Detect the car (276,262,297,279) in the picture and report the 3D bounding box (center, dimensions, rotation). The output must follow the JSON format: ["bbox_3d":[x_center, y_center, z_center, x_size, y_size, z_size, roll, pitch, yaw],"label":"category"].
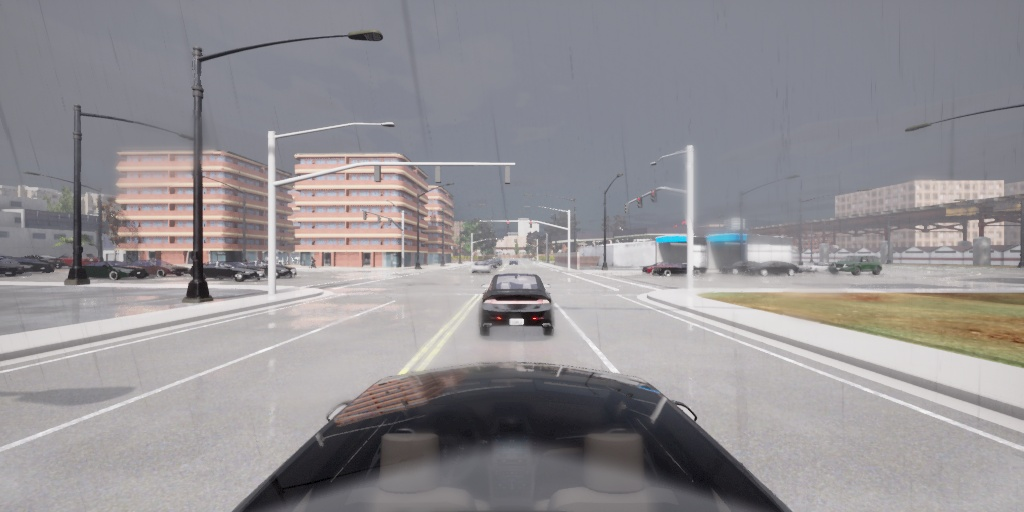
[{"bbox_3d":[-20.660,1.109,29.999,4.902,1.511,2.128,1,0,1],"label":"car"}]

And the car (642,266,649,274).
[{"bbox_3d":[16.475,1.314,39.179,4.181,1.385,1.994,0,0,1],"label":"car"}]

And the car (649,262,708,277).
[{"bbox_3d":[16.635,1.351,35.651,4.718,1.301,1.895,0,0,0],"label":"car"}]

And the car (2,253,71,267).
[{"bbox_3d":[-50.377,0.628,37.894,4.892,1.490,1.837,1,0,2],"label":"car"}]

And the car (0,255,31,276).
[{"bbox_3d":[-40.430,0.851,27.002,5.357,1.411,2.033,1,0,1],"label":"car"}]

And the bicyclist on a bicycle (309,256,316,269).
[{"bbox_3d":[-25.927,0.844,46.628,0.582,1.620,1.656,1,0,1],"label":"bicyclist on a bicycle"}]

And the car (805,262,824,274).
[{"bbox_3d":[34.885,1.351,41.028,4.718,1.301,1.895,0,0,-19],"label":"car"}]

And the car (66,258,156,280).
[{"bbox_3d":[-29.789,1.054,26.731,4.181,1.385,1.994,1,0,1],"label":"car"}]

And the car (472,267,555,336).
[{"bbox_3d":[0.121,1.242,10.343,2.128,1.511,4.902,0,0,0],"label":"car"}]

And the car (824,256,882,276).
[{"bbox_3d":[36.329,0.971,37.857,5.566,2.045,2.150,0,0,-19],"label":"car"}]

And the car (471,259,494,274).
[{"bbox_3d":[-3.407,1.320,39.898,1.895,1.301,4.718,0,0,0],"label":"car"}]

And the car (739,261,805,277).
[{"bbox_3d":[25.914,1.255,35.803,4.892,1.490,1.837,0,0,-5],"label":"car"}]

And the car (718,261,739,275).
[{"bbox_3d":[25.220,1.255,39.256,4.892,1.490,1.837,0,0,-5],"label":"car"}]

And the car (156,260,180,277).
[{"bbox_3d":[-30.403,1.025,30.250,5.357,1.411,2.033,1,0,1],"label":"car"}]

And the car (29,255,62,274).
[{"bbox_3d":[-41.890,0.840,30.540,4.181,1.385,1.994,1,0,1],"label":"car"}]

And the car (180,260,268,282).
[{"bbox_3d":[-20.949,1.109,26.508,4.902,1.511,2.128,1,0,1],"label":"car"}]

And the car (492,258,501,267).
[{"bbox_3d":[-3.320,1.242,55.960,2.128,1.511,4.902,0,0,0],"label":"car"}]
